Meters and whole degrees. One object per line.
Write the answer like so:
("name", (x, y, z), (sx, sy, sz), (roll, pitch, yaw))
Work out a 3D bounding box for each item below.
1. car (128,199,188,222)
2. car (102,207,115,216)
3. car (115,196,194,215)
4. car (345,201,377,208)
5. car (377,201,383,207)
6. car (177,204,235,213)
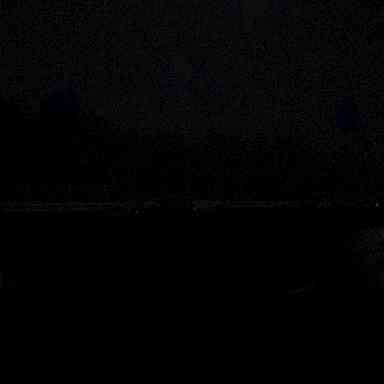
("car", (-2.815, 1.487, 27.783), (4.553, 1.767, 2.097), (1, 0, -35))
("car", (-5.636, 1.602, 30.068), (5.008, 1.535, 1.882), (1, 0, -36))
("car", (-2.271, 1.337, 23.871), (5.566, 2.045, 2.150), (1, 0, -36))
("car", (26.735, 2.185, 53.114), (5.357, 1.411, 2.033), (1, -1, -35))
("car", (30.380, 2.018, 51.421), (4.553, 1.767, 2.097), (1, -1, -35))
("car", (1.482, 1.702, 22.250), (4.181, 1.385, 1.994), (1, 0, -35))
